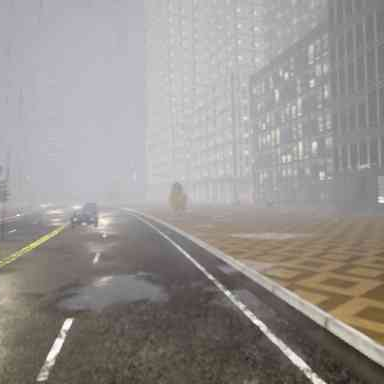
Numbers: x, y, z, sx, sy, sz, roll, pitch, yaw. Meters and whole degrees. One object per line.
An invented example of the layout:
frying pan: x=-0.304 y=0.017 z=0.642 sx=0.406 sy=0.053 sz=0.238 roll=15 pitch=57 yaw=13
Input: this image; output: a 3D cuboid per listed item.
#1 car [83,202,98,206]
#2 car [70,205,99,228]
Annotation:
car: x=-14.589 y=2.211 z=47.978 sx=1.882 sy=1.535 sz=5.008 roll=-2 pitch=0 yaw=-18
car: x=-8.284 y=2.017 z=25.986 sx=1.895 sy=1.301 sz=4.718 roll=-2 pitch=0 yaw=-14
